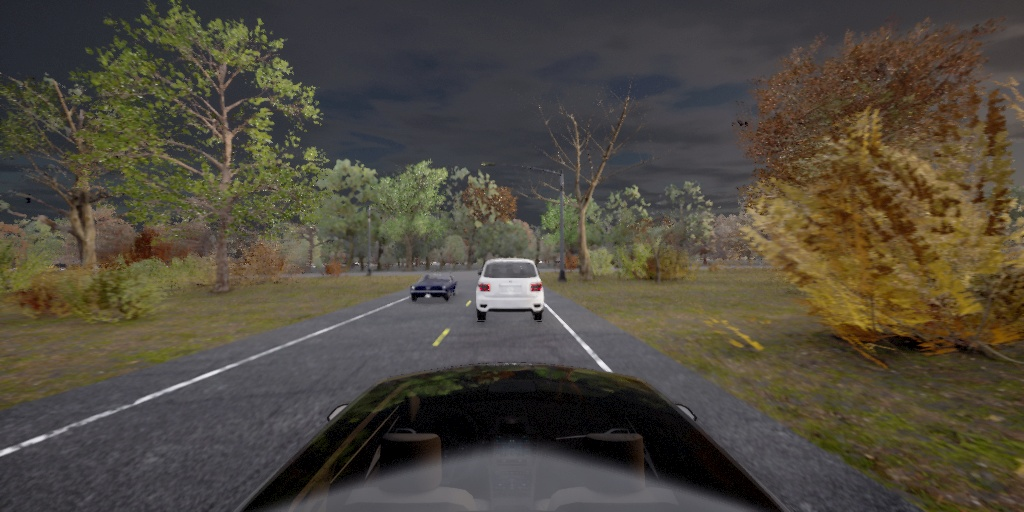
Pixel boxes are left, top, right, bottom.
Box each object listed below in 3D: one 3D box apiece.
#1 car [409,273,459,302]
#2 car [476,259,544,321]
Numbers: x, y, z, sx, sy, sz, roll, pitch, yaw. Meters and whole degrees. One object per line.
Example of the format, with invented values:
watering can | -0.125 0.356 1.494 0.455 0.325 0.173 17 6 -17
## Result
car | -3.994 1.593 18.947 1.895 1.301 4.718 0 -1 -2
car | -0.108 1.133 13.356 2.150 2.045 5.566 0 -1 -1
